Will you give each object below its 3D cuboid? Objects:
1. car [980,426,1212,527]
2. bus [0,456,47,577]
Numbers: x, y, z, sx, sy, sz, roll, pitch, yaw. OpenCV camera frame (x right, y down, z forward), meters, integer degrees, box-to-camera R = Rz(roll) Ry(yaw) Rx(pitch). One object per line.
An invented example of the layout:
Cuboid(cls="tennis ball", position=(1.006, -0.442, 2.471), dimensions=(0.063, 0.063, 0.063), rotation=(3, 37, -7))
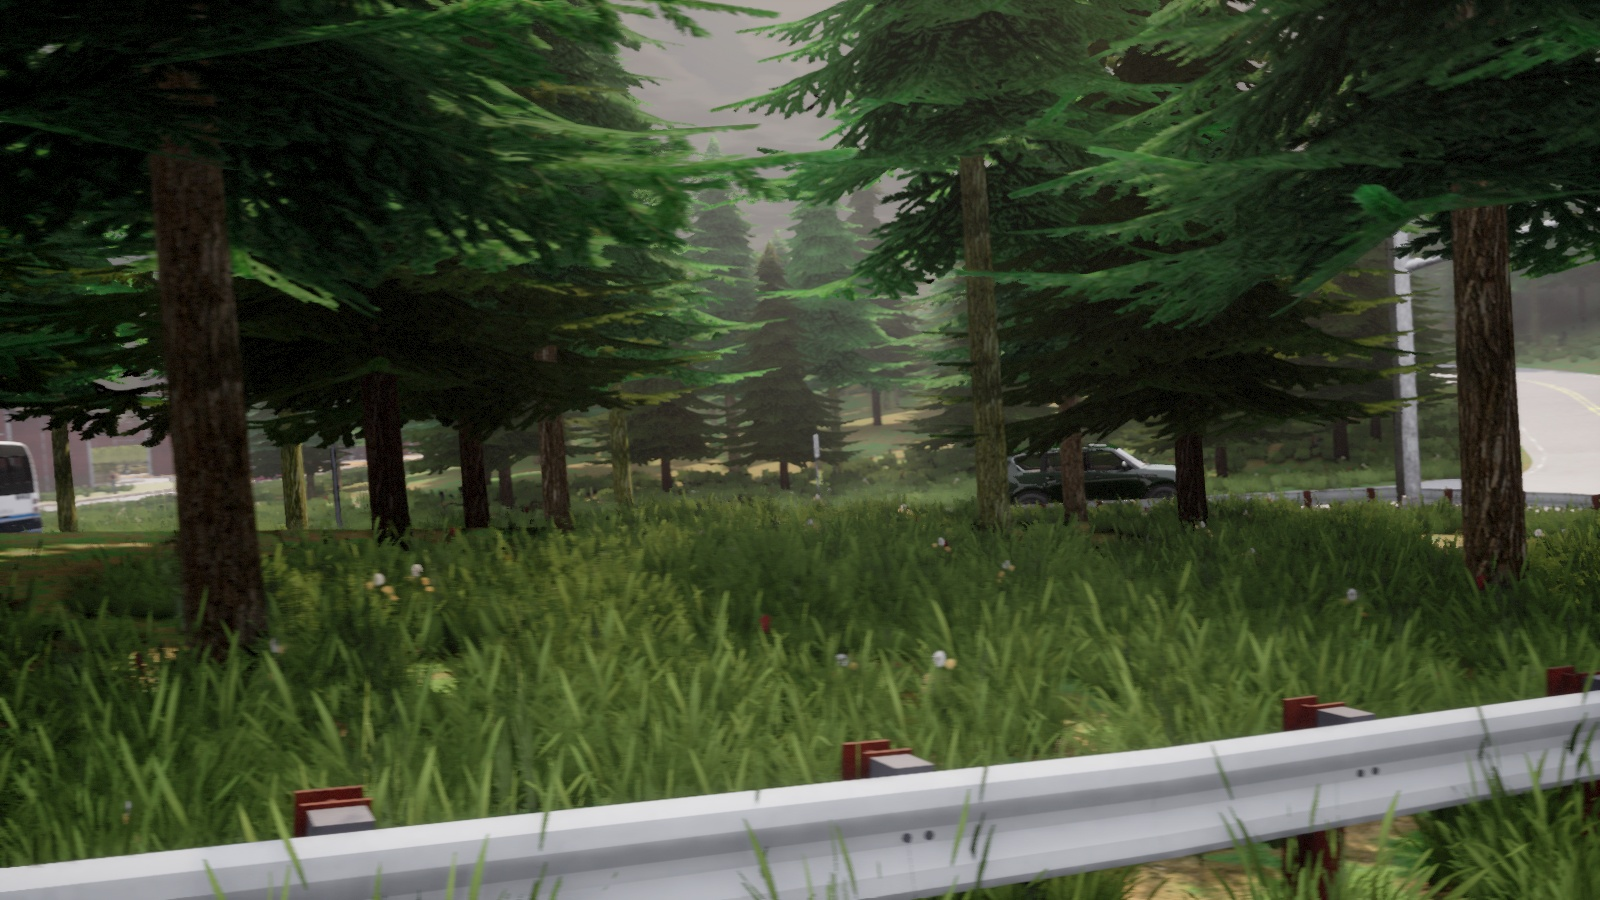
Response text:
Cuboid(cls="car", position=(7.664, 0.678, 32.805), dimensions=(5.566, 2.045, 2.150), rotation=(-5, 2, 13))
Cuboid(cls="bus", position=(-33.820, 2.863, 46.232), dimensions=(10.273, 4.253, 3.944), rotation=(-5, 2, 13))
